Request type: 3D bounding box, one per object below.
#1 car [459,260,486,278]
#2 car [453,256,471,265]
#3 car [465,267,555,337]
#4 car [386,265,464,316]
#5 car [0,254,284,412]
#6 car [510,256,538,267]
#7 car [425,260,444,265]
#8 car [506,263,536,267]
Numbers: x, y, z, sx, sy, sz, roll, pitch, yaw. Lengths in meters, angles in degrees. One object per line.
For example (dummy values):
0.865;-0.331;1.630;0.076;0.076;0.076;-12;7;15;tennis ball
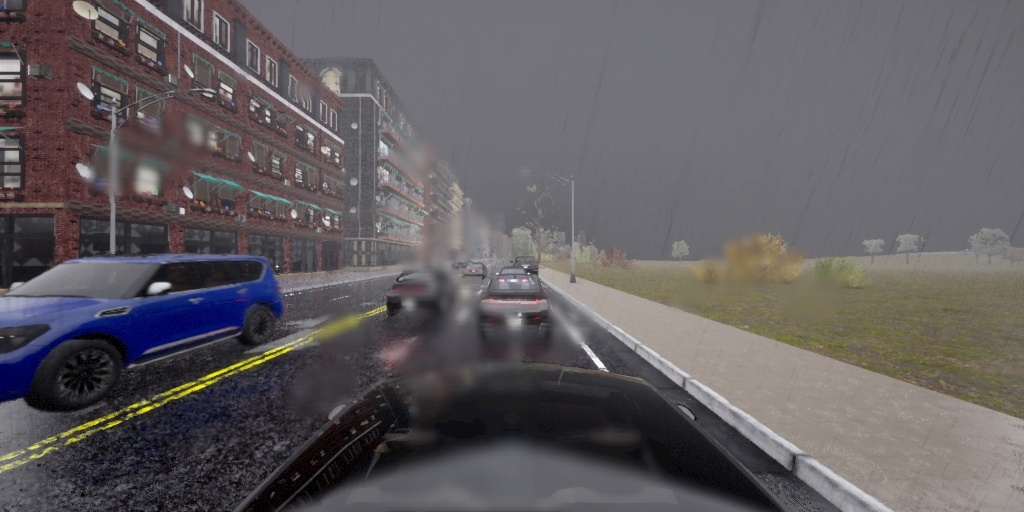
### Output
-3.218;1.301;32.499;2.033;1.411;5.357;0;0;0;car
-6.698;0.974;49.248;2.150;2.045;5.566;0;0;0;car
0.083;1.243;10.281;2.128;1.511;4.902;0;0;0;car
-3.174;1.255;13.463;1.837;1.490;4.892;0;0;0;car
-6.609;0.972;6.425;2.150;2.045;5.566;0;0;0;car
1.077;0.979;30.933;2.150;2.045;5.566;0;0;0;car
-9.943;1.258;46.266;1.837;1.490;4.892;0;0;0;car
0.065;1.300;20.721;2.033;1.411;5.357;0;0;0;car
